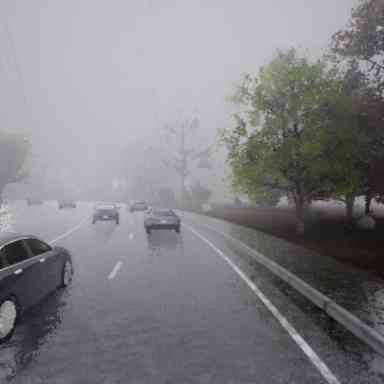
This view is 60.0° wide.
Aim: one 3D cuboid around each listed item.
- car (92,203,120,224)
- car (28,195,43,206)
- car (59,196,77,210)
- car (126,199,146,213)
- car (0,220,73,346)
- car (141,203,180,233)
[{"bbox_3d":[-6.418,1.544,25.022,1.812,1.442,4.674,0,0,-12],"label":"car"},{"bbox_3d":[-26.624,1.392,56.487,2.097,1.767,4.553,0,0,-30],"label":"car"},{"bbox_3d":[-16.632,1.386,44.463,2.097,1.767,4.553,0,0,-23],"label":"car"},{"bbox_3d":[-6.161,1.513,37.105,2.128,1.511,4.902,0,0,-18],"label":"car"},{"bbox_3d":[-3.744,1.517,6.290,1.837,1.490,4.892,0,0,-3],"label":"car"},{"bbox_3d":[-1.876,1.572,20.051,1.994,1.385,4.181,0,0,-9],"label":"car"}]
